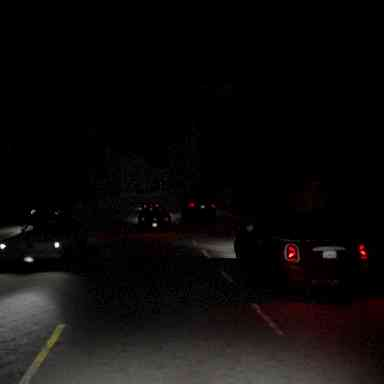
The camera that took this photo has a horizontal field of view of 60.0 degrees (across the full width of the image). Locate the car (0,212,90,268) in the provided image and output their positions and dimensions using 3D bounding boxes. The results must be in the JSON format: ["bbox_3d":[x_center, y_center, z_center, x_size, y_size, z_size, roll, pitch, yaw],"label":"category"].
[{"bbox_3d":[-4.849,1.588,11.516,1.895,1.301,4.718,0,0,-8],"label":"car"}]

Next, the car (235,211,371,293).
[{"bbox_3d":[2.628,1.315,9.021,2.097,1.767,4.553,0,0,-6],"label":"car"}]

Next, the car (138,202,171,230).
[{"bbox_3d":[-2.374,1.550,20.832,1.895,1.301,4.718,0,0,-8],"label":"car"}]

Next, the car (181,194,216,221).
[{"bbox_3d":[0.419,1.143,26.389,2.150,2.045,5.566,0,0,-8],"label":"car"}]

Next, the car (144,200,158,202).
[{"bbox_3d":[-4.501,1.513,36.766,1.895,1.301,4.718,0,0,-8],"label":"car"}]

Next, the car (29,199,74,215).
[{"bbox_3d":[-10.054,1.325,24.083,2.097,1.767,4.553,0,0,-7],"label":"car"}]
